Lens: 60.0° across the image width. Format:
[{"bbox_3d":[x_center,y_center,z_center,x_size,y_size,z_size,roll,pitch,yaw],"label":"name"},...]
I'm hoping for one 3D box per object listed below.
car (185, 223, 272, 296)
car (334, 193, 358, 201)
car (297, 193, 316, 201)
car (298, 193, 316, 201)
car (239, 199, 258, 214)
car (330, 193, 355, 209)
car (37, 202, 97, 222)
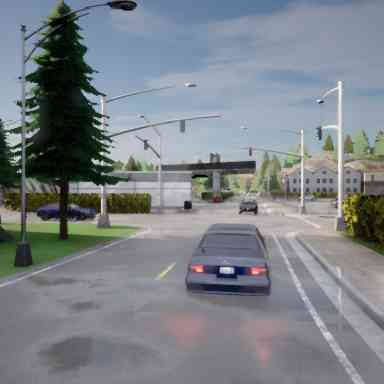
[{"bbox_3d":[1.085,1.547,8.845,2.033,1.411,5.357,0,0,10],"label":"car"},{"bbox_3d":[34.514,1.097,74.628,4.605,1.855,1.932,0,0,10],"label":"car"},{"bbox_3d":[26.159,1.361,76.070,3.806,1.475,1.970,0,0,10],"label":"car"},{"bbox_3d":[27.340,1.077,79.237,3.866,1.878,1.905,0,0,10],"label":"car"},{"bbox_3d":[5.999,1.491,35.427,2.128,1.511,4.902,0,0,10],"label":"car"},{"bbox_3d":[20.231,1.330,42.329,5.027,1.636,2.152,0,0,10],"label":"car"},{"bbox_3d":[-9.806,1.526,26.139,4.674,1.442,1.812,0,0,10],"label":"car"}]
